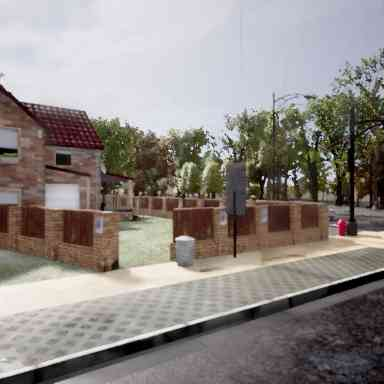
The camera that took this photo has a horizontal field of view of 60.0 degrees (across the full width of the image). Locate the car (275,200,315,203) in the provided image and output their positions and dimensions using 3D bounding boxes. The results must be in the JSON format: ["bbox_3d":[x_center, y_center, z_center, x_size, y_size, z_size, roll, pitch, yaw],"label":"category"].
[{"bbox_3d":[6.871,1.408,24.707,1.882,1.535,5.008,0,0,-35],"label":"car"}]

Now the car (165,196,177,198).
[{"bbox_3d":[-2.625,1.328,43.663,1.882,1.535,5.008,0,0,-35],"label":"car"}]

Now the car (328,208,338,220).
[{"bbox_3d":[9.336,1.458,26.847,1.812,1.442,4.674,0,0,-35],"label":"car"}]
